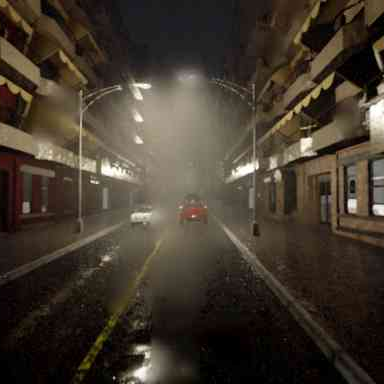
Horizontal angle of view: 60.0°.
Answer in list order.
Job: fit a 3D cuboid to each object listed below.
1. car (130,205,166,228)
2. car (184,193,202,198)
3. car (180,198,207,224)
[{"bbox_3d":[-2.847,1.587,22.315,1.895,1.301,4.718,0,0,0],"label":"car"},{"bbox_3d":[0.101,1.184,42.977,2.150,2.045,5.566,0,0,0],"label":"car"},{"bbox_3d":[0.102,1.462,24.682,1.882,1.535,5.008,0,0,0],"label":"car"}]
